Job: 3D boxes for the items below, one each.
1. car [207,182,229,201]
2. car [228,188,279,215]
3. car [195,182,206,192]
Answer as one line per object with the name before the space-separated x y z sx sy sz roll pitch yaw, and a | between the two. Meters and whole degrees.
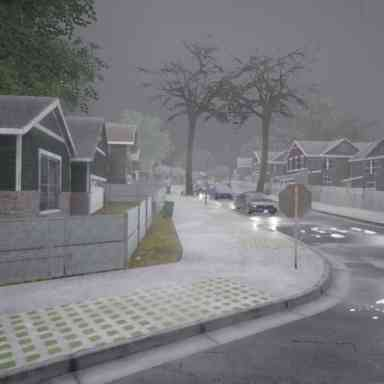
car | 3.068 0.063 34.789 1.882 1.535 5.008 1 3 -6
car | 4.296 0.692 23.208 2.033 1.411 5.357 1 3 -6
car | 1.510 -0.640 49.704 2.128 1.511 4.902 1 3 -6
